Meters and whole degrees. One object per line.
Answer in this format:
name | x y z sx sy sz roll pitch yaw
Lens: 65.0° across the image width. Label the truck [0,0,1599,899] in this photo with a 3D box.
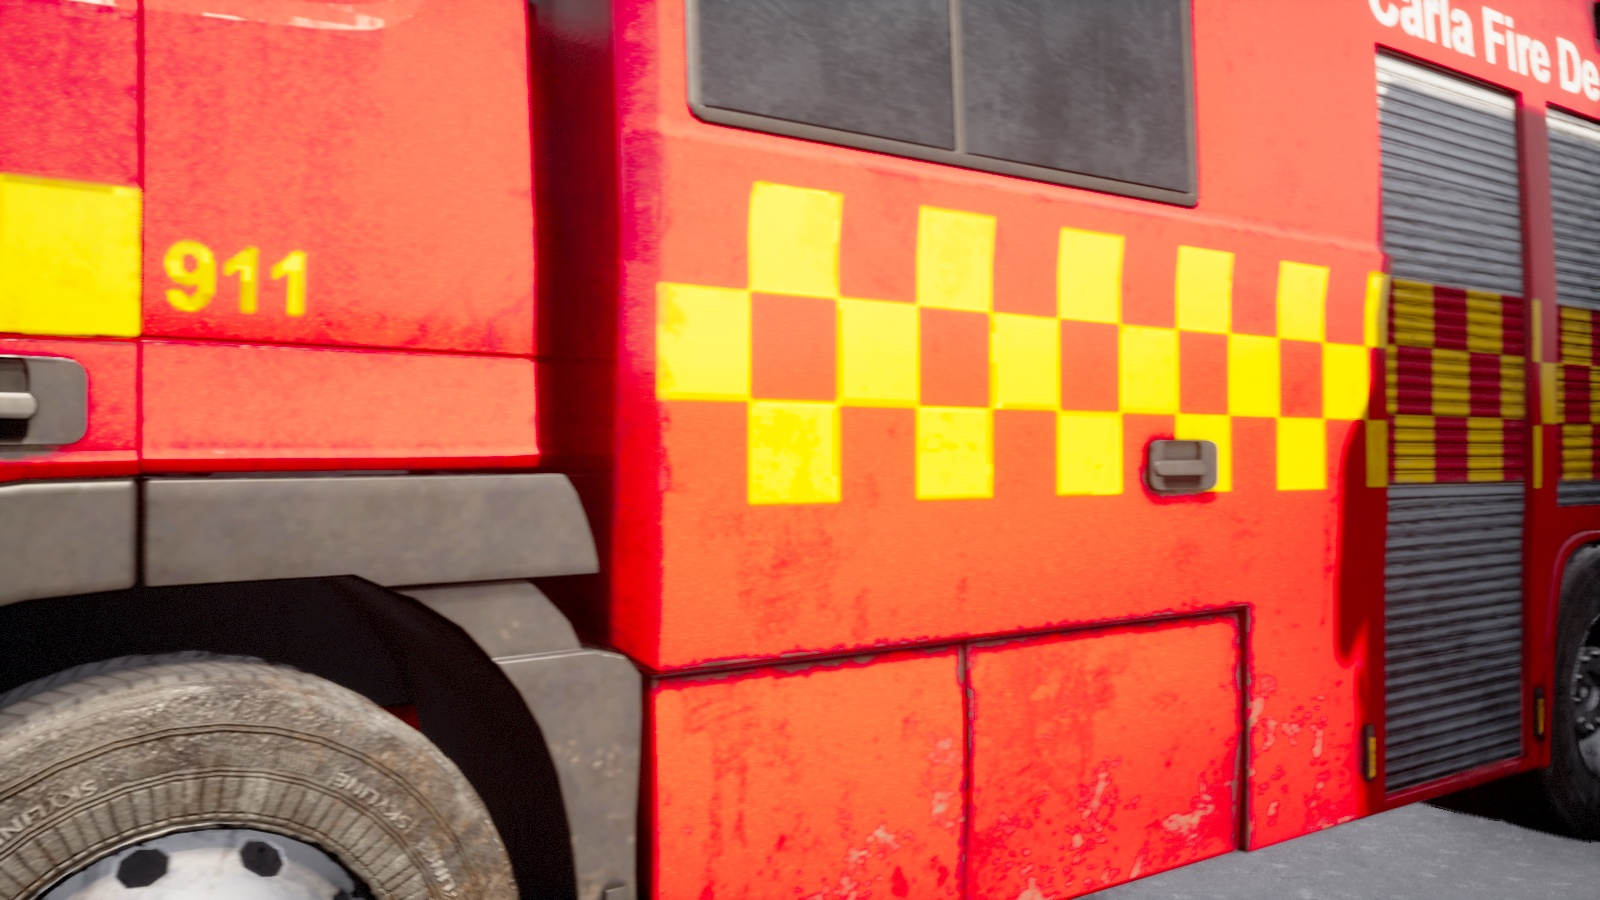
truck | 0.128 -0.409 4.377 8.468 3.827 2.891 0 0 -35
